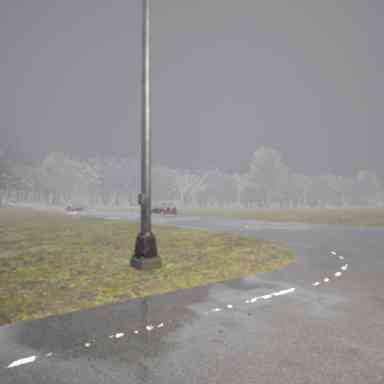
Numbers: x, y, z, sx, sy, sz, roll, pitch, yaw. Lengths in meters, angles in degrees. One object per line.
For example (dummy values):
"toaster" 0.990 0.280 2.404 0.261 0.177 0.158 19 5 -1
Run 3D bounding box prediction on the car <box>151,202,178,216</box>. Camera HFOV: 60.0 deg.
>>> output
"car" -3.792 2.137 42.975 2.097 1.767 4.553 3 -3 -36

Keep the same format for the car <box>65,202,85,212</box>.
"car" -17.835 2.325 50.575 1.837 1.490 4.892 2 -2 -35

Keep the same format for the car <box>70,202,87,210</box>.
"car" -24.618 2.979 71.980 2.128 1.511 4.902 3 -3 -36
